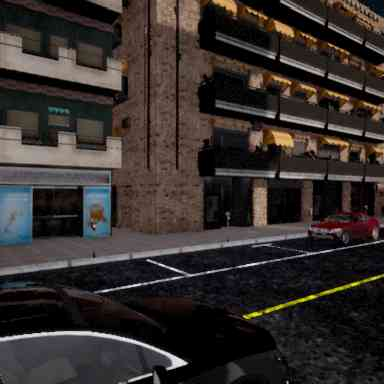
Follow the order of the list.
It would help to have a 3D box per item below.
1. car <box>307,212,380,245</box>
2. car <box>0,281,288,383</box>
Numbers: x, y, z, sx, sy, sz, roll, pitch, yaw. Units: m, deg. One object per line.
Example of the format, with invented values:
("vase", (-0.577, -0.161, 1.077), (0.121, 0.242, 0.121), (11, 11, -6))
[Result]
("car", (7.172, 1.583, 15.538), (4.206, 1.307, 1.802), (0, 0, -35))
("car", (-1.332, 1.506, 2.483), (4.892, 1.490, 1.837), (0, 0, -35))
